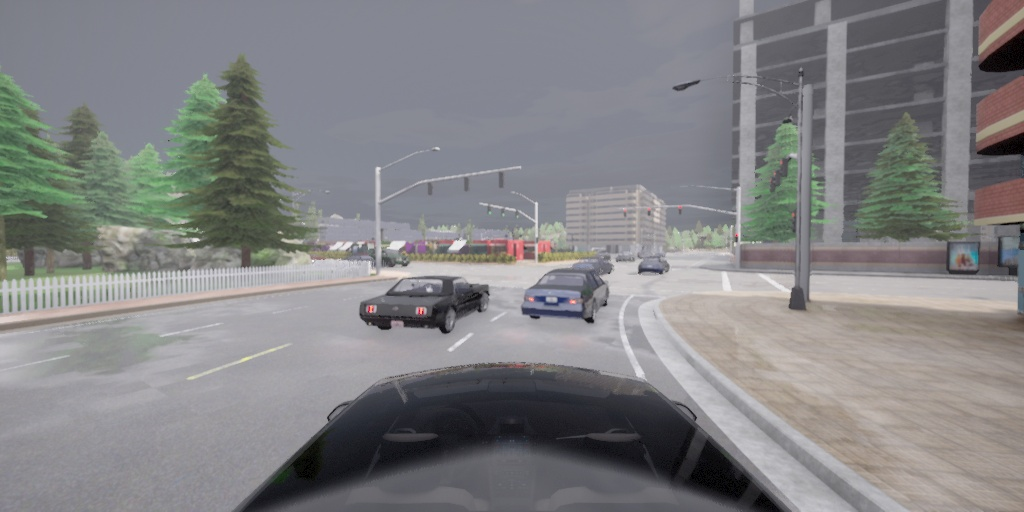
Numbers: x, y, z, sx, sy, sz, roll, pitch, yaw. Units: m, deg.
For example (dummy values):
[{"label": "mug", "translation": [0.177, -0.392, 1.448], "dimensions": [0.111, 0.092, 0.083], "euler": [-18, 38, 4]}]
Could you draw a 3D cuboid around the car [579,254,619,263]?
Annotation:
[{"label": "car", "translation": [6.259, 0.792, 27.417], "dimensions": [2.033, 1.411, 5.357], "euler": [1, 1, 31]}]

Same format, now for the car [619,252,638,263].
[{"label": "car", "translation": [16.146, 0.273, 51.097], "dimensions": [1.994, 1.385, 4.181], "euler": [1, 1, 31]}]

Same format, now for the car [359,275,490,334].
[{"label": "car", "translation": [-2.056, 1.173, 10.070], "dimensions": [1.895, 1.301, 4.718], "euler": [0, 1, 12]}]

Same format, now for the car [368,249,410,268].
[{"label": "car", "translation": [-13.835, 0.207, 39.833], "dimensions": [5.566, 2.045, 2.150], "euler": [2, 2, 31]}]

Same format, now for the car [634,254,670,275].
[{"label": "car", "translation": [11.940, 0.763, 30.100], "dimensions": [1.994, 1.385, 4.181], "euler": [1, 1, 31]}]

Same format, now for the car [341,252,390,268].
[{"label": "car", "translation": [-15.330, 0.606, 36.653], "dimensions": [5.357, 1.411, 2.033], "euler": [1, 1, 31]}]

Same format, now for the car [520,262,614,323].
[{"label": "car", "translation": [1.908, 1.094, 11.341], "dimensions": [2.033, 1.411, 5.357], "euler": [0, 1, 21]}]

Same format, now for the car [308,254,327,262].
[{"label": "car", "translation": [-26.658, 0.421, 47.675], "dimensions": [4.718, 1.301, 1.895], "euler": [1, 1, 32]}]

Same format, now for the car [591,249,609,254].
[{"label": "car", "translation": [13.213, 0.159, 53.006], "dimensions": [2.128, 1.511, 4.902], "euler": [1, 1, 31]}]
